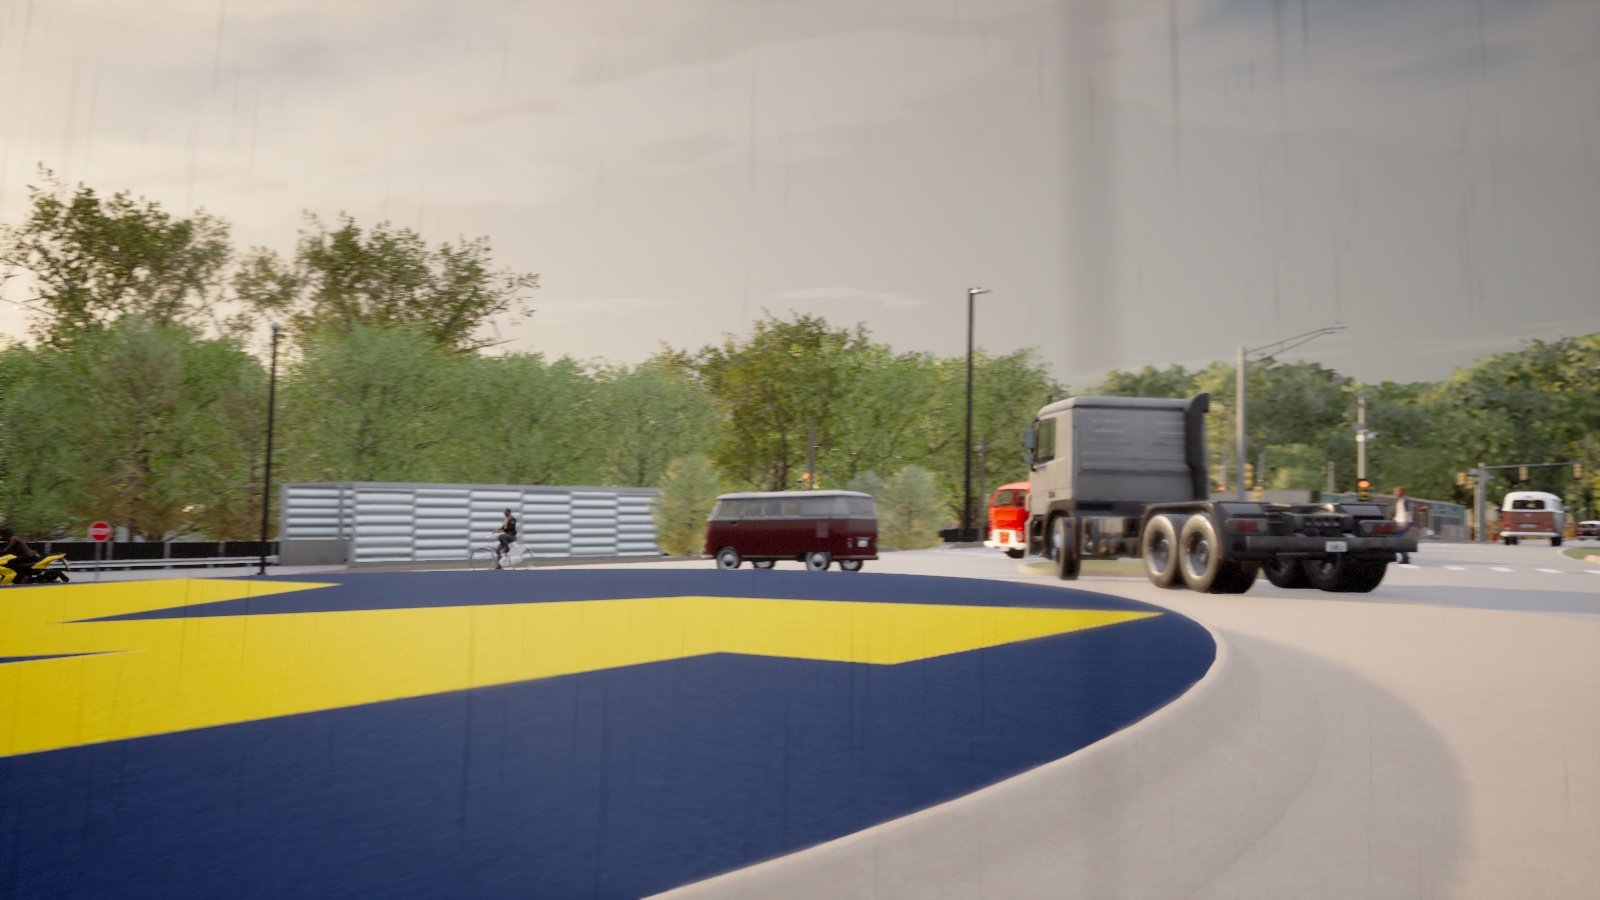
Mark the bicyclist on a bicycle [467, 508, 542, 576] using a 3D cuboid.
[{"bbox_3d":[-7.964,2.477,33.906,1.843,1.776,0.659,2,-5,-40],"label":"bicyclist on a bicycle"}]

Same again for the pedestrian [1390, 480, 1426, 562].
[{"bbox_3d":[13.910,1.624,28.741,0.706,1.836,0.354,0,-4,20],"label":"pedestrian"}]

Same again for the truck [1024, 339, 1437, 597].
[{"bbox_3d":[6.595,0.507,21.018,2.891,3.462,7.936,1,-4,-11],"label":"truck"}]

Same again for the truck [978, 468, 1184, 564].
[{"bbox_3d":[8.007,1.801,35.702,5.204,2.467,2.627,-1,-1,-28],"label":"truck"}]

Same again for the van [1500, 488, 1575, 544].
[{"bbox_3d":[28.313,2.538,48.140,2.069,2.038,4.480,-1,-4,36],"label":"van"}]

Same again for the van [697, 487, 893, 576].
[{"bbox_3d":[-0.174,1.980,30.011,4.442,1.987,1.775,-3,-5,34],"label":"van"}]

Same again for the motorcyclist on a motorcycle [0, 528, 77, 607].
[{"bbox_3d":[-16.253,2.459,26.073,2.044,1.523,0.797,-1,-7,-22],"label":"motorcyclist on a motorcycle"}]
